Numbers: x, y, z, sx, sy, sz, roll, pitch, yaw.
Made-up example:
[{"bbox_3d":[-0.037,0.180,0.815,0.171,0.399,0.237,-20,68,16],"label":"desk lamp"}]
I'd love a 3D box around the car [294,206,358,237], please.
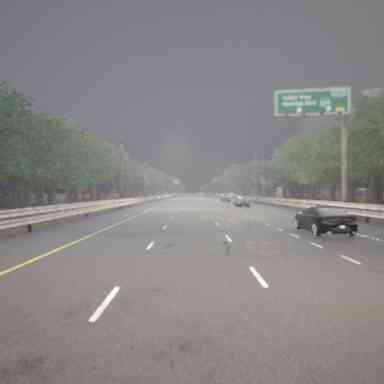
[{"bbox_3d":[7.020,1.493,17.971,1.882,1.535,5.008,0,0,0],"label":"car"}]

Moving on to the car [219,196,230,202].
[{"bbox_3d":[7.118,1.509,72.866,1.812,1.442,4.674,0,0,0],"label":"car"}]

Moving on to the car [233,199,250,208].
[{"bbox_3d":[7.074,1.590,47.903,1.895,1.301,4.718,0,0,0],"label":"car"}]
